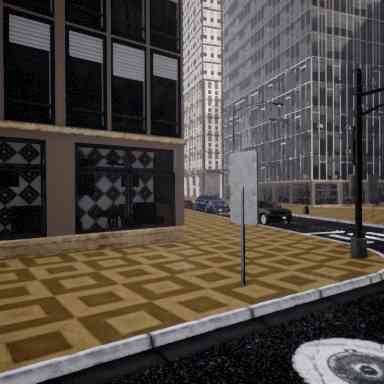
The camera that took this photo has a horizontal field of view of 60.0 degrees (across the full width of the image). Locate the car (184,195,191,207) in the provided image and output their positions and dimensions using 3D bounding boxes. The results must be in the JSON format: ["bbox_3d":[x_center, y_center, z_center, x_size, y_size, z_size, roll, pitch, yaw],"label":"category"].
[{"bbox_3d":[-1.318,1.094,41.344,1.994,1.385,4.181,-1,1,-18],"label":"car"}]

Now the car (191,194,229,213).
[{"bbox_3d":[1.835,1.020,31.924,2.097,1.767,4.553,-1,1,-19],"label":"car"}]

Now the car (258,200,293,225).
[{"bbox_3d":[4.884,1.278,22.851,1.882,1.535,5.008,-1,1,-19],"label":"car"}]
